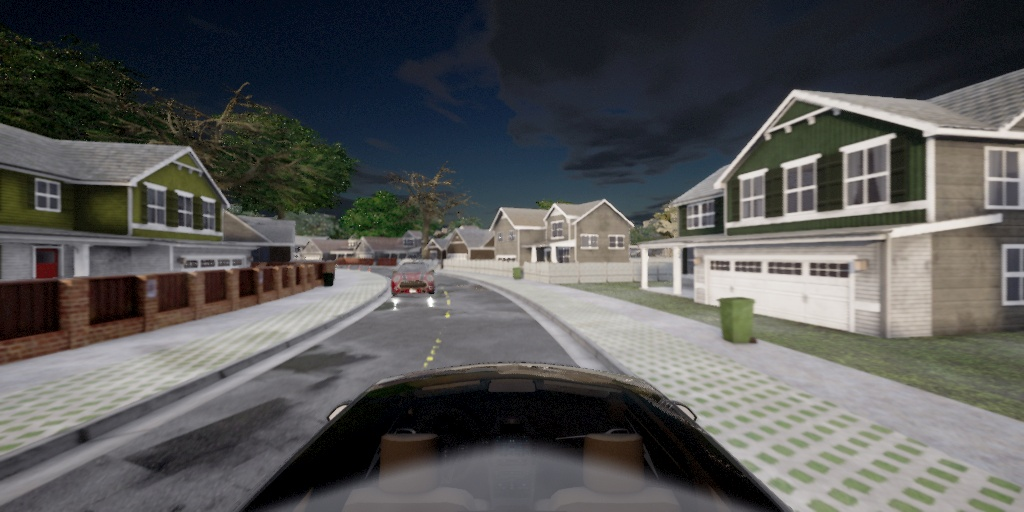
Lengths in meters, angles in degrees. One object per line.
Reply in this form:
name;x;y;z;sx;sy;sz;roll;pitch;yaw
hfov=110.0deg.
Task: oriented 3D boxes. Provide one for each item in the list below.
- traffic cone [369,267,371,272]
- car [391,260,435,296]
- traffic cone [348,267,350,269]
traffic cone;-18.184;1.740;45.797;0.340;0.580;0.340;0;0;-35
car;-5.314;1.114;19.480;2.097;1.767;4.553;0;0;-14
traffic cone;-24.258;1.751;53.344;0.340;0.580;0.340;0;0;-42
